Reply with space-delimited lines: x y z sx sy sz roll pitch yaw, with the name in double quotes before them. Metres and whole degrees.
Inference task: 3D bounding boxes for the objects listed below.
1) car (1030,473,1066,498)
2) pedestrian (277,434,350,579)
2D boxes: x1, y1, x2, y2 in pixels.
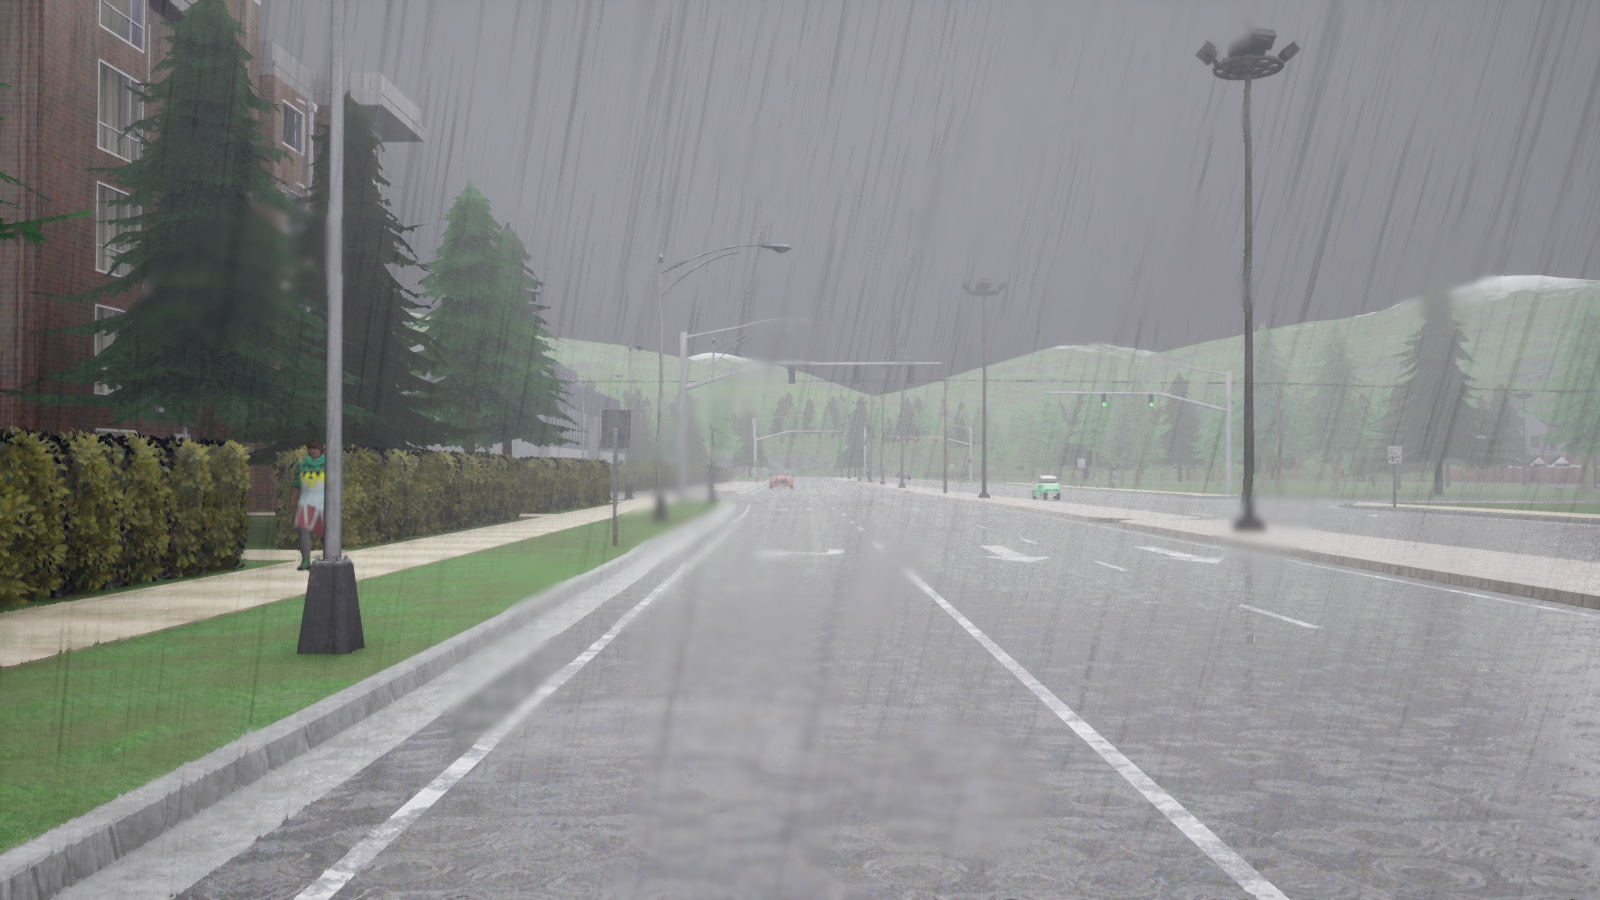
"car" 13.877 1.994 70.441 1.481 1.376 2.207 0 -1 -2
"pedestrian" -6.701 0.771 17.336 0.659 1.952 0.873 0 -1 0
